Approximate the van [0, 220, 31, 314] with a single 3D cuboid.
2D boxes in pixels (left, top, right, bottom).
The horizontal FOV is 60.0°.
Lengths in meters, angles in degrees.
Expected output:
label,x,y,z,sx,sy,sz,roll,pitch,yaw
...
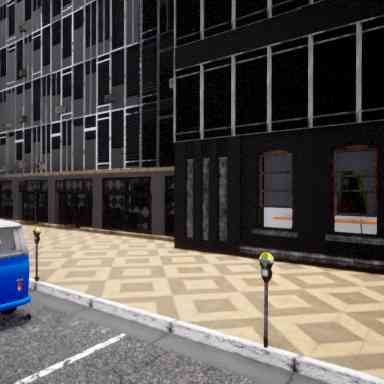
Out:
label,x,y,z,sx,sy,sz,roll,pitch,yaw
van,-4.728,1.340,6.260,3.998,1.788,1.690,0,0,36
